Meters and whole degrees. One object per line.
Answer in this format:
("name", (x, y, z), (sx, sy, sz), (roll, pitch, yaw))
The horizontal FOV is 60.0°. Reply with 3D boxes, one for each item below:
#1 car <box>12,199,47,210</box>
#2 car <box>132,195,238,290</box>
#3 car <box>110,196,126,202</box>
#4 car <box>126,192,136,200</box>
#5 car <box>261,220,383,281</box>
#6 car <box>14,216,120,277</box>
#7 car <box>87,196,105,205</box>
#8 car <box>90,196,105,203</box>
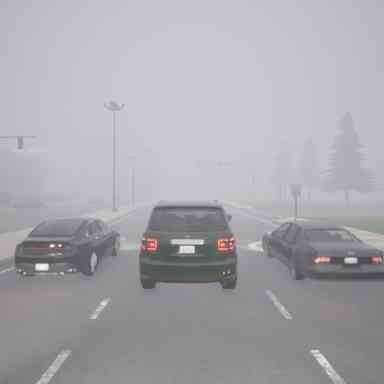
("car", (-21.393, 1.610, 43.815), (1.994, 1.385, 4.181), (1, 1, 29))
("car", (-0.043, 1.222, 9.218), (2.150, 2.045, 5.566), (0, 0, 1))
("car", (-16.594, 1.525, 72.973), (2.128, 1.511, 4.902), (0, 0, 0))
("car", (-16.657, 1.521, 87.928), (1.812, 1.442, 4.674), (0, 0, 0))
("car", (3.468, 1.548, 9.812), (2.033, 1.411, 5.357), (0, 0, 0))
("car", (-3.534, 1.506, 10.246), (1.837, 1.490, 4.892), (0, 0, 0))
("car", (-16.600, 1.547, 57.687), (2.033, 1.411, 5.357), (0, 0, 0))
("car", (-20.084, 1.595, 70.800), (1.895, 1.301, 4.718), (0, 0, 0))
